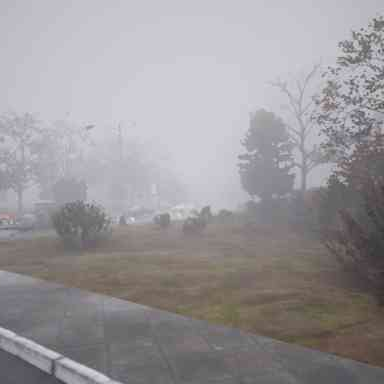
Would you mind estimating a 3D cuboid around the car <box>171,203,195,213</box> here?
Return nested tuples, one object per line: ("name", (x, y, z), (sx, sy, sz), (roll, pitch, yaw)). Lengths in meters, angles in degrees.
("car", (-1.329, 2.455, 50.502), (1.812, 1.442, 4.674), (-3, -2, 33))

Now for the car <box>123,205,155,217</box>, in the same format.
("car", (-6.624, 2.392, 42.087), (1.812, 1.442, 4.674), (-3, -2, 32))

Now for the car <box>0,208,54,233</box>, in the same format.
("car", (-10.083, 2.046, 23.342), (2.033, 1.411, 5.357), (-3, -2, 34))

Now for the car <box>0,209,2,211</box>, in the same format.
("car", (-16.907, 2.162, 26.071), (2.097, 1.767, 4.553), (-3, -2, 33))

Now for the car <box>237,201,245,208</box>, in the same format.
("car", (10.007, 2.380, 61.617), (1.882, 1.535, 5.008), (-3, -2, 33))

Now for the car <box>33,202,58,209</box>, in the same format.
("car", (-10.901, 1.879, 28.498), (2.150, 2.045, 5.566), (-3, -2, 33))
